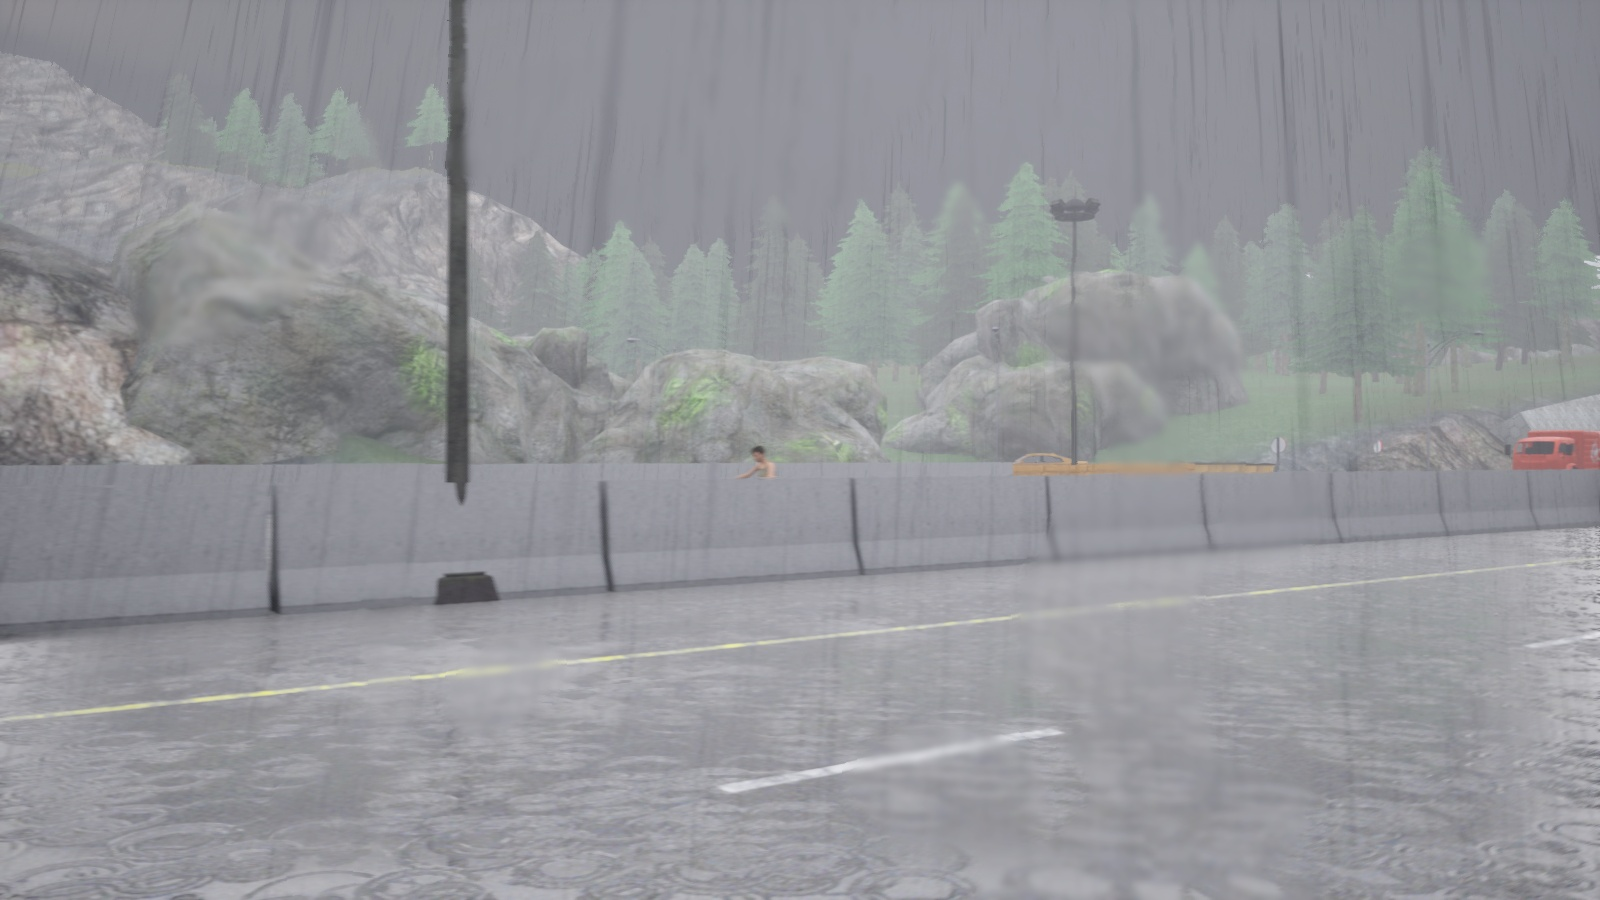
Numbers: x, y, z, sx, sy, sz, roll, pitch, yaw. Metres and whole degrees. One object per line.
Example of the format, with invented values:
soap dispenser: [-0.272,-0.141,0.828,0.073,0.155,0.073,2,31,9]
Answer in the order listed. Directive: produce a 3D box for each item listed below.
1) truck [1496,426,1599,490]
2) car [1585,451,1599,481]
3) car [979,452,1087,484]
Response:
truck: [30.708,0.322,50.620,5.204,2.467,2.627,0,0,-35]
car: [42.417,0.816,63.965,4.892,1.490,1.837,0,0,-26]
car: [11.088,0.846,59.926,5.008,1.535,1.882,0,0,9]
